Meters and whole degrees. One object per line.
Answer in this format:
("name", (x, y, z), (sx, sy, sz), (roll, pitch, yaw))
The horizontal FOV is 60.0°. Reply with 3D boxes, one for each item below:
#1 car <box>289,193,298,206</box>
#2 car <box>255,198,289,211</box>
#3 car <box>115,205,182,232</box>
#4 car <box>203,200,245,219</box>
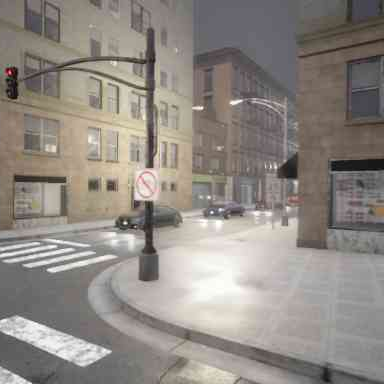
("car", (13.802, 0.888, 42.943), (2.097, 1.767, 4.553), (1, 1, 34))
("car", (8.074, 1.209, 34.436), (1.994, 1.385, 4.181), (1, 1, 34))
("car", (-2.349, 1.408, 18.849), (1.994, 1.385, 4.181), (1, 1, 34))
("car", (2.570, 1.315, 26.213), (1.994, 1.385, 4.181), (1, 1, 34))
